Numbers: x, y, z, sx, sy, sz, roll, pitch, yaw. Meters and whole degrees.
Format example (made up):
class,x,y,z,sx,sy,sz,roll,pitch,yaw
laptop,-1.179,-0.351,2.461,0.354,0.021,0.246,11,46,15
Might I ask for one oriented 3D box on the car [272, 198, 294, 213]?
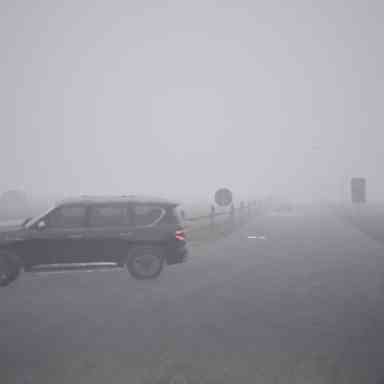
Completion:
class,x,y,z,sx,sy,sz,roll,pitch,yaw
car,9.548,1.330,34.600,1.812,1.442,4.674,0,0,18

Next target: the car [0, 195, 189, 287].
class,x,y,z,sx,sy,sz,roll,pitch,yaw
car,-2.835,1.150,8.792,5.566,2.045,2.150,1,4,-13
